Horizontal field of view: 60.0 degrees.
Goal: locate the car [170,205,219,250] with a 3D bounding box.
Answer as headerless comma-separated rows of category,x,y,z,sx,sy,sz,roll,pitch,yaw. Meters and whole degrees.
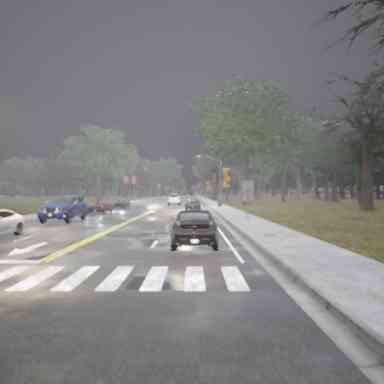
car,0.100,1.519,14.393,1.837,1.490,4.892,0,0,0

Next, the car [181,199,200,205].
car,0.097,1.546,40.999,2.128,1.511,4.902,0,0,0

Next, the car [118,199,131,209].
car,-9.752,1.665,46.051,1.895,1.301,4.718,0,0,0

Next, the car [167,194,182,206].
car,-3.166,1.312,58.878,2.150,2.045,5.566,0,0,-2

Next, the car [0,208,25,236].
car,-9.846,1.541,16.049,1.812,1.442,4.674,0,0,0

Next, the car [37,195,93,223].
car,-9.834,1.250,25.851,2.150,2.045,5.566,0,0,1

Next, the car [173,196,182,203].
car,-3.254,1.600,75.396,1.882,1.535,5.008,0,0,0

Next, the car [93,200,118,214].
car,-9.776,1.645,35.733,1.895,1.301,4.718,0,0,1
